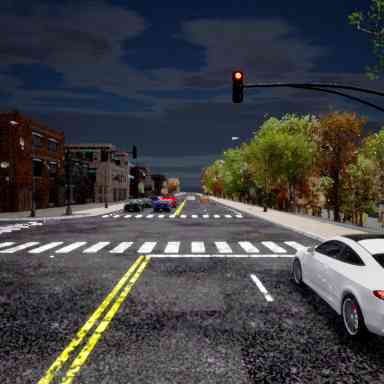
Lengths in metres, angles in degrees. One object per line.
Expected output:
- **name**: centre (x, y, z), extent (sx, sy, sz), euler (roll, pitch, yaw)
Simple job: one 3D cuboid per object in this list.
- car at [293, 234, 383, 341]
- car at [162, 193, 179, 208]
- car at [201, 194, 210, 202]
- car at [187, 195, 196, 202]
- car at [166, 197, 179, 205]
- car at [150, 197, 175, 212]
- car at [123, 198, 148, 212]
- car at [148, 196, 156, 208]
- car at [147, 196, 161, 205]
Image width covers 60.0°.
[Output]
- **car**: centre (3.352, 1.525, 6.343), extent (1.812, 1.442, 4.674), euler (0, 0, 2)
- **car**: centre (-3.379, 1.215, 48.320), extent (2.150, 2.045, 5.566), euler (0, 0, -1)
- **car**: centre (3.152, 1.348, 78.752), extent (2.097, 1.767, 4.553), euler (0, 0, 0)
- **car**: centre (-0.098, 1.517, 78.864), extent (1.812, 1.442, 4.674), euler (0, 0, 0)
- **car**: centre (-3.379, 1.557, 58.370), extent (1.994, 1.385, 4.181), euler (0, 0, 0)
- **car**: centre (-3.353, 1.595, 38.429), extent (1.895, 1.301, 4.718), euler (0, 0, 0)
- **car**: centre (-6.603, 1.595, 38.420), extent (1.895, 1.301, 4.718), euler (0, 0, 0)
- **car**: centre (-6.627, 1.541, 48.206), extent (2.033, 1.411, 5.357), euler (0, 0, -1)
- **car**: centre (-6.628, 1.519, 58.244), extent (1.812, 1.442, 4.674), euler (0, 0, 0)
